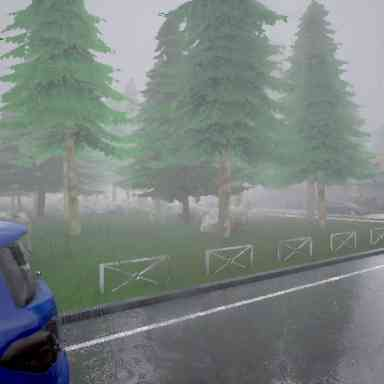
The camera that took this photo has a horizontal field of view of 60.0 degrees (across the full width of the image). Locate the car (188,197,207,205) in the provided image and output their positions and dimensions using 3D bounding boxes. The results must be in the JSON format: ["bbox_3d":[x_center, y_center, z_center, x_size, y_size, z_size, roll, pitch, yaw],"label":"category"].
[{"bbox_3d":[1.035,1.667,63.870,1.837,1.490,4.892,0,0,-25],"label":"car"}]

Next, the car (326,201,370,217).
[{"bbox_3d":[15.293,1.662,33.557,1.837,1.490,4.892,0,1,-35],"label":"car"}]

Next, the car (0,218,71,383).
[{"bbox_3d":[-3.507,1.222,1.525,5.566,2.045,2.150,0,0,-35],"label":"car"}]

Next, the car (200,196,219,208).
[{"bbox_3d":[3.172,1.514,51.731,2.097,1.767,4.553,0,0,-30],"label":"car"}]
